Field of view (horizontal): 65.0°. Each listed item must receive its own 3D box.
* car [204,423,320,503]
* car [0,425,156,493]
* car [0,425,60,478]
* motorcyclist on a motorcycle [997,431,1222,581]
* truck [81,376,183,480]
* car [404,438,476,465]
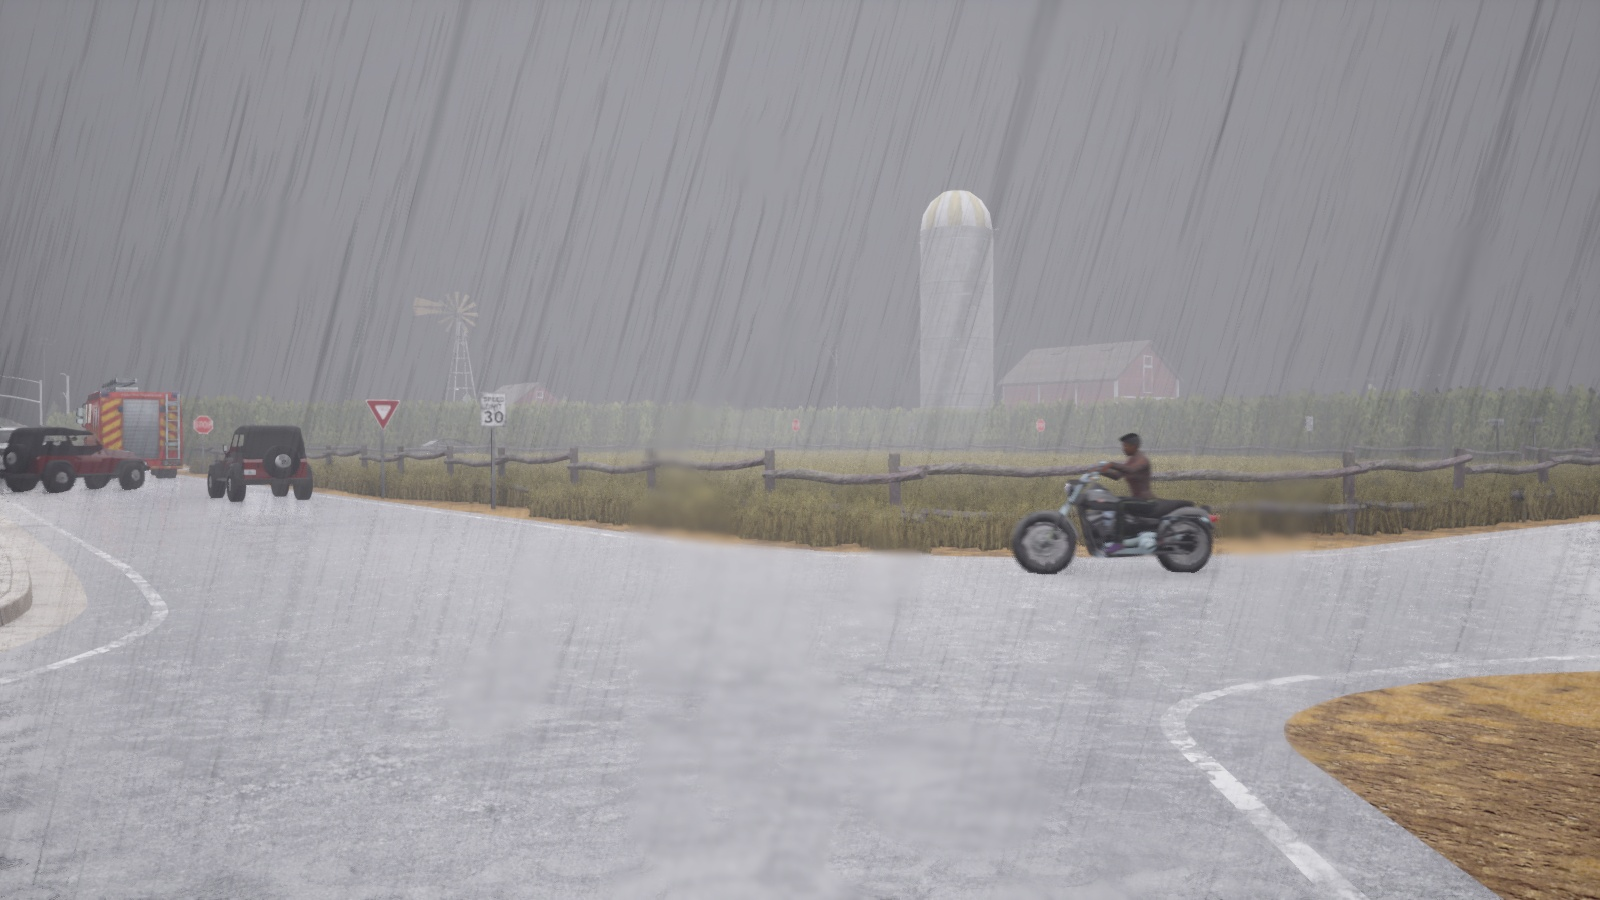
[{"bbox_3d":[-13.730,0.288,31.951,1.905,1.878,3.866,0,1,-36],"label":"car"},{"bbox_3d":[-21.309,0.235,36.950,1.905,1.878,3.866,1,1,24],"label":"car"},{"bbox_3d":[-31.567,0.020,50.960,2.150,2.045,5.566,0,1,-35],"label":"car"},{"bbox_3d":[3.494,0.620,14.273,2.350,1.649,0.766,0,-1,-5],"label":"motorcyclist on a motorcycle"},{"bbox_3d":[-27.154,-0.860,50.868,2.891,3.827,8.468,0,1,-33],"label":"truck"},{"bbox_3d":[-21.249,0.066,74.113,3.705,1.549,1.789,0,1,-35],"label":"car"}]
